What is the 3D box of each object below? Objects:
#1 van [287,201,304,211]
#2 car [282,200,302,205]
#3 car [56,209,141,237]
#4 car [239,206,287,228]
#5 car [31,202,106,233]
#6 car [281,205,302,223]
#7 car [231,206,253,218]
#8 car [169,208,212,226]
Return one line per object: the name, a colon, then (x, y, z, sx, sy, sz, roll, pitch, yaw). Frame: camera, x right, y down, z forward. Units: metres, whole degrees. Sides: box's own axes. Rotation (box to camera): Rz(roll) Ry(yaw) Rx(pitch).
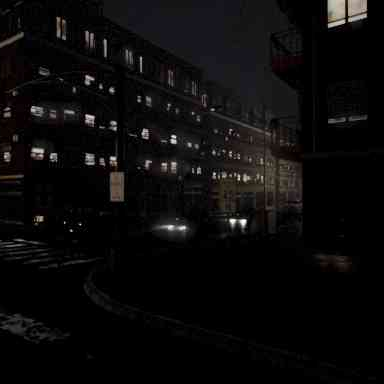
van: (18.357, 2.463, 58.868, 1.690, 1.788, 3.998, -1, -2, 35)
car: (14.831, 2.142, 49.104, 2.150, 2.045, 5.566, 0, -1, 35)
car: (-5.435, 1.884, 20.320, 1.895, 1.301, 4.718, 0, -1, 36)
car: (5.694, 2.048, 26.179, 1.802, 1.307, 4.206, -2, -2, 35)
car: (-7.697, 1.604, 21.603, 2.192, 1.841, 5.009, -1, -2, 35)
car: (8.951, 2.121, 30.839, 2.008, 1.369, 4.403, -2, -2, 35)
car: (5.900, 2.208, 36.513, 1.994, 1.385, 4.181, 0, -1, 33)
car: (-0.061, 2.018, 27.980, 1.994, 1.385, 4.181, 0, -1, 35)
